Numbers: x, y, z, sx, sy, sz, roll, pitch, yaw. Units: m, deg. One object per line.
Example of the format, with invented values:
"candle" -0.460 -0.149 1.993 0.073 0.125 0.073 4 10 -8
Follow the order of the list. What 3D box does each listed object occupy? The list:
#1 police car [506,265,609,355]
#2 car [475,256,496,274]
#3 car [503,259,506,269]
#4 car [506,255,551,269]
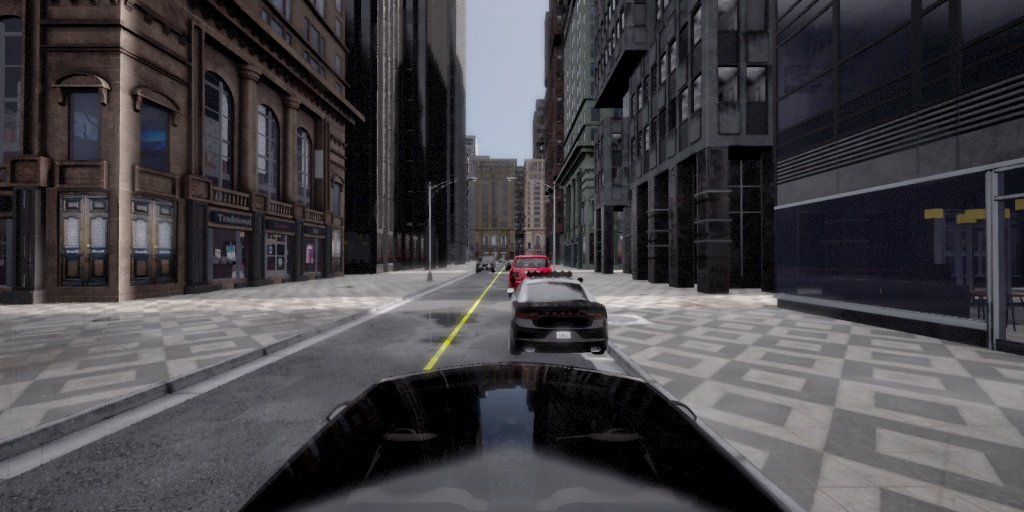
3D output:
"police car" 0.905 1.179 8.856 1.930 1.638 5.238 0 0 0
"car" -3.061 1.024 42.720 2.150 2.045 5.566 0 0 0
"car" 0.092 1.414 48.560 1.895 1.301 4.718 0 0 1
"car" 0.915 0.985 18.778 2.150 2.045 5.566 0 0 0
